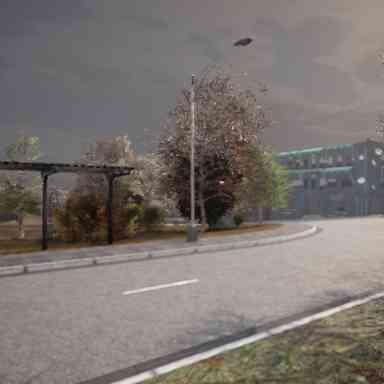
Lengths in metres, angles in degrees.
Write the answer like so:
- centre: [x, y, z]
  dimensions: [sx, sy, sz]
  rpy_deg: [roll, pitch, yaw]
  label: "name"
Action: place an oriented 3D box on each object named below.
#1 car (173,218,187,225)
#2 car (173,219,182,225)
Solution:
- centre: [-2.255, 6.029, 67.692]
  dimensions: [1.812, 1.442, 4.674]
  rpy_deg: [0, -5, -13]
  label: "car"
- centre: [-3.597, 7.410, 82.801]
  dimensions: [1.837, 1.490, 4.892]
  rpy_deg: [0, -6, 1]
  label: "car"
